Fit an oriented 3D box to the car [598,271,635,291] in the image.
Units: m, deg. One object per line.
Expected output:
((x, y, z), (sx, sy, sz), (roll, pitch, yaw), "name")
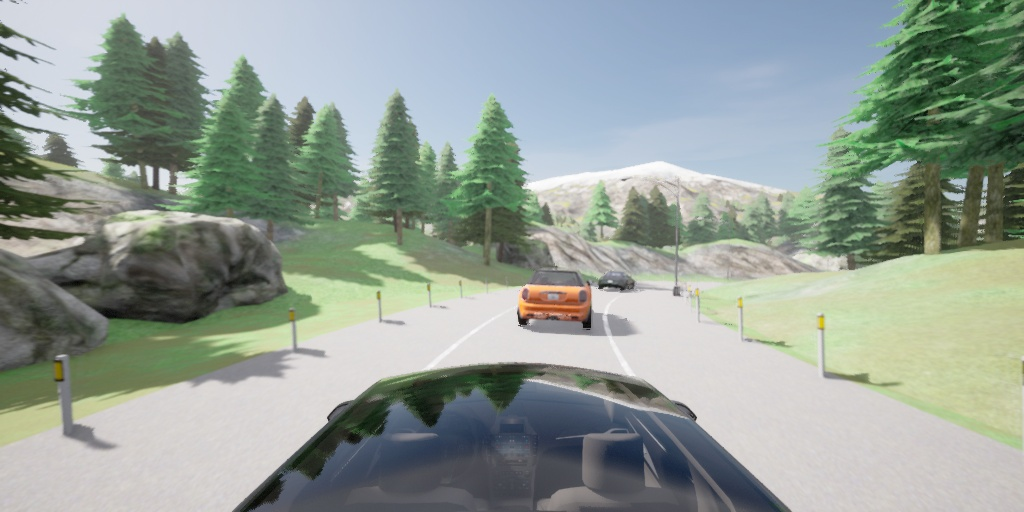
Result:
((8.024, 1.869, 27.290), (1.994, 1.385, 4.181), (2, -1, 30), "car")

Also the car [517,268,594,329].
((1.561, 1.161, 11.772), (2.097, 1.767, 4.553), (1, -1, 12), "car")
